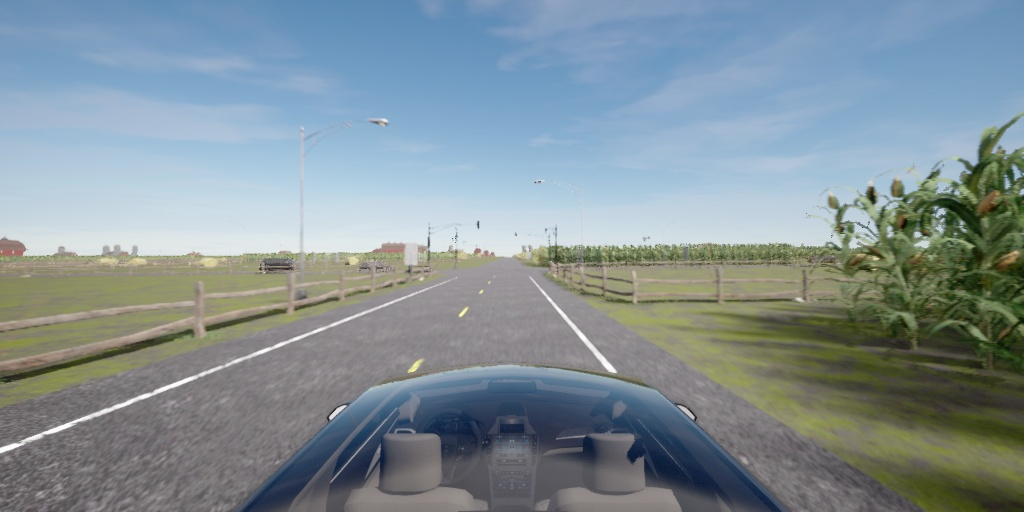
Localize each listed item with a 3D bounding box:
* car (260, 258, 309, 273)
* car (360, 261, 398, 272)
[{"bbox_3d":[-30.445,1.293,48.018,5.566,2.045,2.150,0,-1,-6],"label":"car"},{"bbox_3d":[-18.224,1.448,49.314,4.902,1.511,2.128,0,-1,-6],"label":"car"}]
